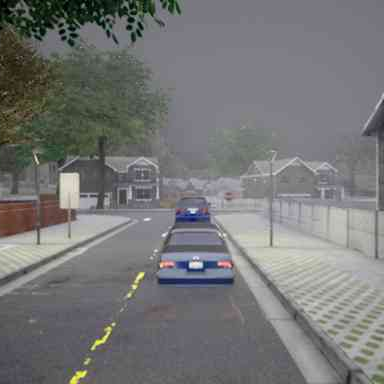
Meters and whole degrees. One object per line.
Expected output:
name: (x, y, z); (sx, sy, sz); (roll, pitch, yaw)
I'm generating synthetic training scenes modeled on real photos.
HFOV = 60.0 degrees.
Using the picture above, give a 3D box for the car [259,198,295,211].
car: (10.247, 1.485, 39.138); (4.553, 1.767, 2.097); (0, 0, -13)

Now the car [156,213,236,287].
car: (0.078, 1.570, 9.420); (2.033, 1.411, 5.357); (0, 0, 0)

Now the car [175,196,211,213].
car: (0.057, 1.271, 22.086); (2.150, 2.045, 5.566); (0, 0, 0)
